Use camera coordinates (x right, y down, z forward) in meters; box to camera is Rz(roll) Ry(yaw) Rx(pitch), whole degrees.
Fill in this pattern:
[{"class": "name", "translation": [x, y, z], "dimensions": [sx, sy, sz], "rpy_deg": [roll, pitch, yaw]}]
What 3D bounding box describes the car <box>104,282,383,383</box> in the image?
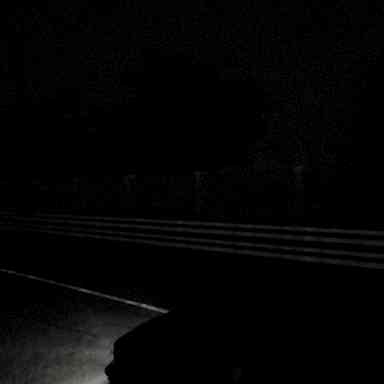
[{"class": "car", "translation": [1.694, 1.548, 2.663], "dimensions": [5.357, 1.411, 2.033], "rpy_deg": [-1, 0, 35]}]
